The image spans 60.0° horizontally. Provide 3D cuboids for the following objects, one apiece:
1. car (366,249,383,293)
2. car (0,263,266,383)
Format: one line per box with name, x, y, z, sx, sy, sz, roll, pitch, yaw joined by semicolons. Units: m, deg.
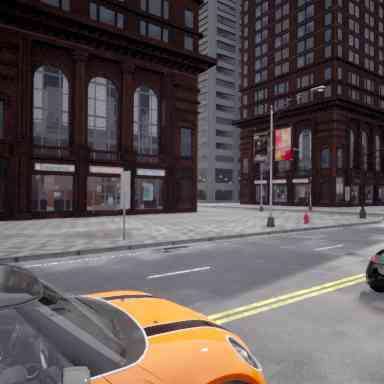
car;5.877;1.576;7.654;4.181;1.385;1.994;0;0;-35
car;-1.550;1.352;2.334;4.553;1.767;2.097;0;0;-36
